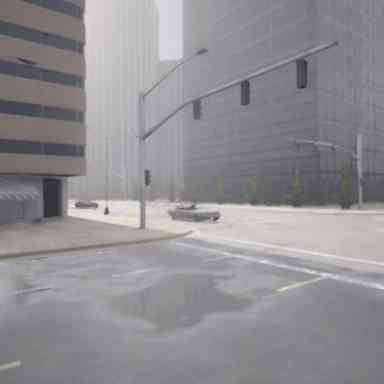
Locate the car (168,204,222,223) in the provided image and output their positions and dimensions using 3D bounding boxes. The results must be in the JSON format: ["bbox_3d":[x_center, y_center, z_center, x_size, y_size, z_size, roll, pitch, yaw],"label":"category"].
[{"bbox_3d":[0.132,1.577,25.540,1.895,1.301,4.718,-1,0,-37],"label":"car"}]

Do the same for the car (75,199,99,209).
[{"bbox_3d":[-14.190,1.620,44.883,1.895,1.301,4.718,-1,0,-37],"label":"car"}]
